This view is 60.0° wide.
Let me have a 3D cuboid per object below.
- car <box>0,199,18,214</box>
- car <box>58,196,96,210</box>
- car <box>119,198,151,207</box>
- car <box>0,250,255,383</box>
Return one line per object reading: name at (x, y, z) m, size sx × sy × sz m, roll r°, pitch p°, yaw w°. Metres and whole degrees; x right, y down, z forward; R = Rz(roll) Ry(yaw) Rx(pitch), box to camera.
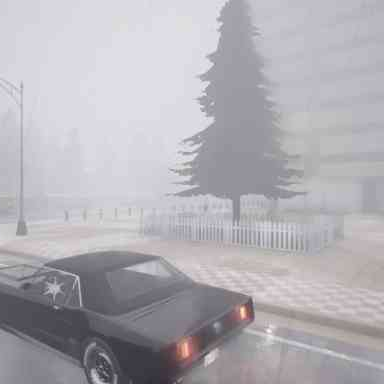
car at (-20.448, 1.478, 33.912) m, size 1.882 × 1.535 × 5.008 m, roll 0°, pitch 0°, yaw 36°
car at (-14.550, 1.352, 42.086) m, size 2.097 × 1.767 × 4.553 m, roll 0°, pitch 0°, yaw 36°
car at (-8.538, 1.547, 50.412) m, size 2.033 × 1.411 × 5.357 m, roll 0°, pitch 0°, yaw 36°
car at (-1.571, 1.601, 5.130) m, size 4.718 × 1.301 × 1.895 m, roll 0°, pitch 0°, yaw 36°
